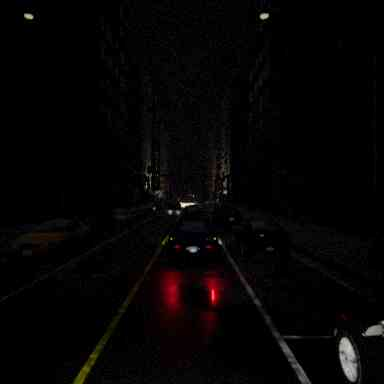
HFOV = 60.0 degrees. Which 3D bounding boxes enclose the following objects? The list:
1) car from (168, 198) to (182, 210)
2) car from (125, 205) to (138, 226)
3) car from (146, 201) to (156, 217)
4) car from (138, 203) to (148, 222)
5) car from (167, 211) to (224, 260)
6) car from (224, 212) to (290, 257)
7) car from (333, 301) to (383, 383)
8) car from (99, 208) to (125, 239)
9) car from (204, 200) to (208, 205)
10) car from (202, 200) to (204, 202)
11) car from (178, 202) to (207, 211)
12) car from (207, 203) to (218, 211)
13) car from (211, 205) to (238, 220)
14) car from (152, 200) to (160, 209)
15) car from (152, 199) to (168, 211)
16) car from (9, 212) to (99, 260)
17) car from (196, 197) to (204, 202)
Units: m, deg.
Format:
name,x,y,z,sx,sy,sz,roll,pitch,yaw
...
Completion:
name,x,y,z,sx,sy,sz,roll,pitch,yaw
car,-2.750,2.201,54.210,2.033,1.411,5.357,0,-1,0
car,-5.379,1.823,24.082,1.752,1.417,4.829,0,-1,0
car,-5.375,1.981,35.077,2.008,1.369,4.403,0,-1,0
car,-5.377,1.948,29.664,1.802,1.307,4.206,0,-1,0
car,0.057,1.687,13.016,1.812,1.442,4.674,0,0,1
car,2.642,1.717,13.416,2.008,1.369,4.403,0,-1,0
car,2.638,1.584,2.591,2.008,1.369,4.403,0,-1,0
car,-5.381,1.799,18.839,1.947,1.339,4.313,0,-1,0
car,2.652,2.020,40.648,1.752,1.417,4.829,0,-1,0
car,2.654,2.137,45.889,1.802,1.307,4.206,0,-1,0
car,0.063,1.871,28.057,1.812,1.442,4.674,0,0,1
car,2.648,1.931,29.652,1.947,1.339,4.313,0,-1,0
car,2.646,1.865,24.240,1.947,1.339,4.313,0,-1,0
car,-5.373,2.044,40.490,2.008,1.369,4.403,0,-1,0
car,-5.369,1.934,51.317,2.192,1.841,5.009,0,-1,0
car,-5.383,1.690,13.258,1.752,1.417,4.829,0,-1,0
car,2.672,2.552,94.128,1.967,1.590,4.097,0,-1,0
